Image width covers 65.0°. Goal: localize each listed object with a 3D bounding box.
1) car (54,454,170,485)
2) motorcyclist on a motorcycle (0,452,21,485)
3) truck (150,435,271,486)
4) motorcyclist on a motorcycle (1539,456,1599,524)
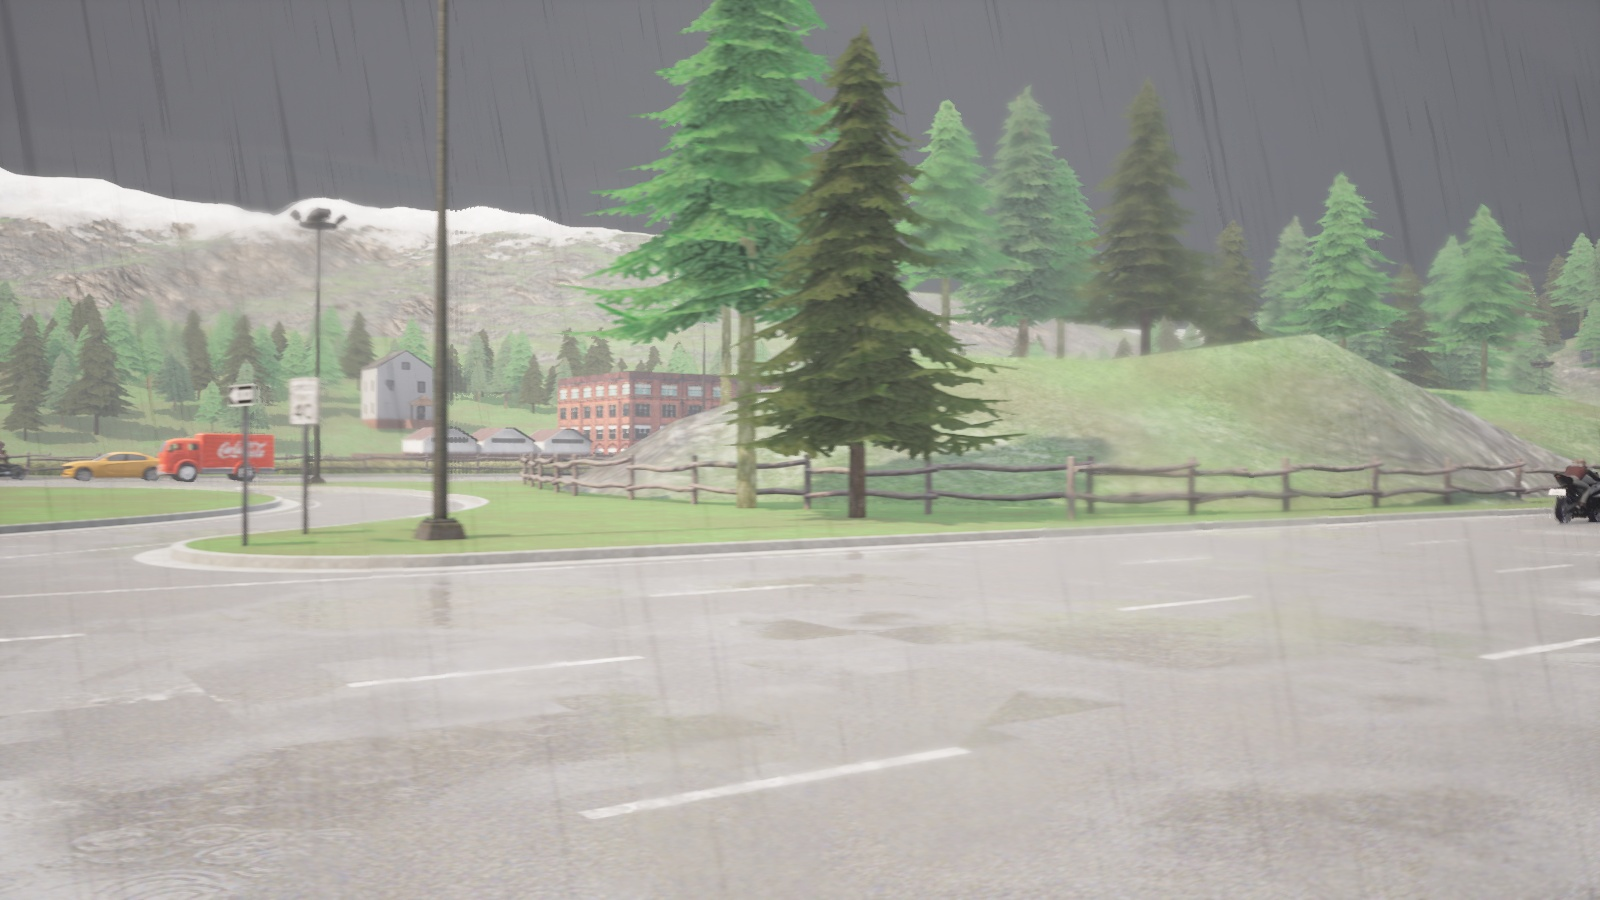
[{"bbox_3d":[-35.083,0.976,64.083,5.008,1.535,1.882,0,0,-35],"label":"car"},{"bbox_3d":[-41.168,0.947,64.128,2.350,1.649,0.766,0,0,-35],"label":"motorcyclist on a motorcycle"},{"bbox_3d":[-29.791,0.510,63.490,5.204,2.467,2.627,0,0,-35],"label":"truck"},{"bbox_3d":[18.056,0.902,29.017,2.191,1.530,0.866,0,0,-35],"label":"motorcyclist on a motorcycle"}]
